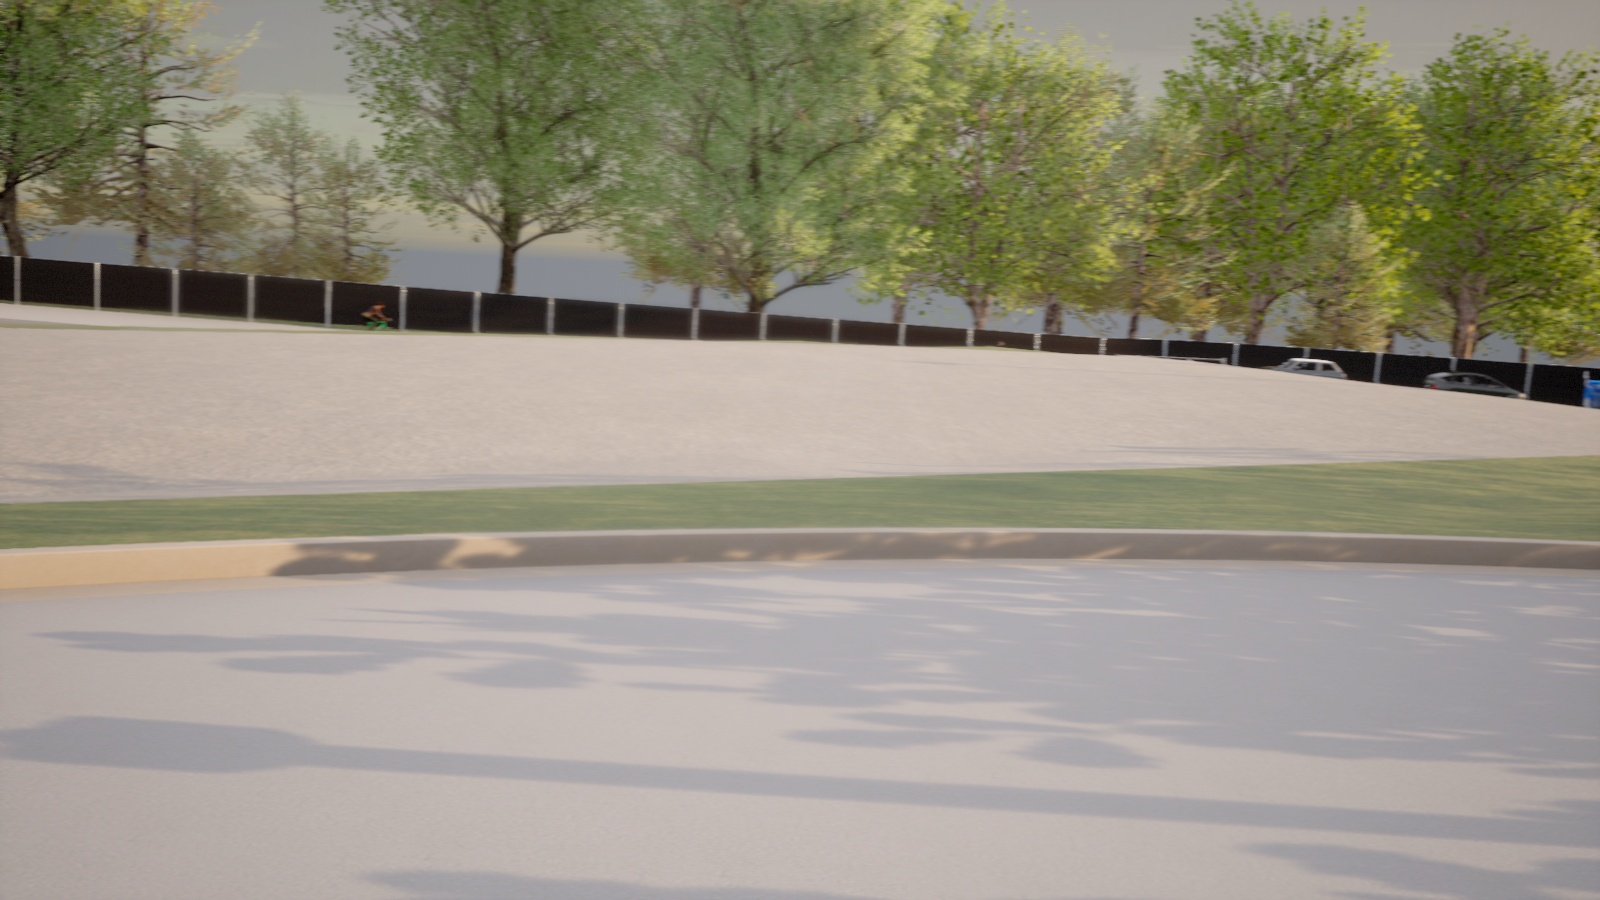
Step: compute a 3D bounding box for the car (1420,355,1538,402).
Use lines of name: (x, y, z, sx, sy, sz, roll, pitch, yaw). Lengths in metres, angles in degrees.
car: (27.271, -2.892, 50.551, 3.705, 1.549, 1.789, 4, 8, 11)

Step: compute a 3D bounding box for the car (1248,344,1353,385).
car: (21.834, -3.759, 54.904, 3.806, 1.475, 1.970, 3, 8, 7)
